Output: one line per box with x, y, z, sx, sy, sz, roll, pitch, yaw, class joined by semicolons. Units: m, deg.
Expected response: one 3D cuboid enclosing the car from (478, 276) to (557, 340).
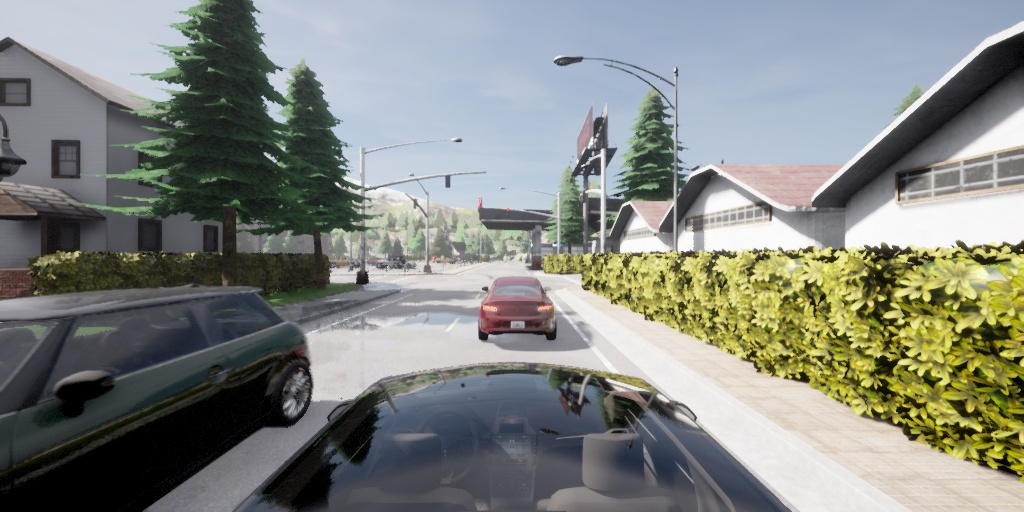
0.128;1.275;9.804;1.812;1.442;4.674;0;0;0;car

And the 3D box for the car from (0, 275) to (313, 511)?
-3.589;1.101;2.639;2.097;1.767;4.553;0;0;0;car
